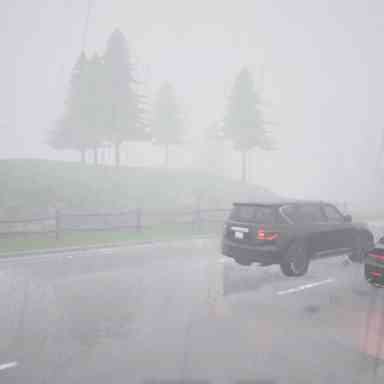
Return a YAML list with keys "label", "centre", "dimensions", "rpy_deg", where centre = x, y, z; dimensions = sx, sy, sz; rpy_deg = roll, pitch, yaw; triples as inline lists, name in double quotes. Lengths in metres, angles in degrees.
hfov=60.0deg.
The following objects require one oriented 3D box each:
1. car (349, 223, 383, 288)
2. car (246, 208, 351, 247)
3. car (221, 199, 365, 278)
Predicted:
- label: "car"
  centre: [6.060, 1.537, 8.070]
  dimensions: [4.892, 1.490, 1.837]
  rpy_deg: [0, 0, -36]
- label: "car"
  centre: [5.277, 1.593, 16.115]
  dimensions: [5.357, 1.411, 2.033]
  rpy_deg: [0, 0, -36]
- label: "car"
  centre: [3.450, 1.252, 10.506]
  dimensions: [5.566, 2.045, 2.150]
  rpy_deg: [0, 0, -36]
